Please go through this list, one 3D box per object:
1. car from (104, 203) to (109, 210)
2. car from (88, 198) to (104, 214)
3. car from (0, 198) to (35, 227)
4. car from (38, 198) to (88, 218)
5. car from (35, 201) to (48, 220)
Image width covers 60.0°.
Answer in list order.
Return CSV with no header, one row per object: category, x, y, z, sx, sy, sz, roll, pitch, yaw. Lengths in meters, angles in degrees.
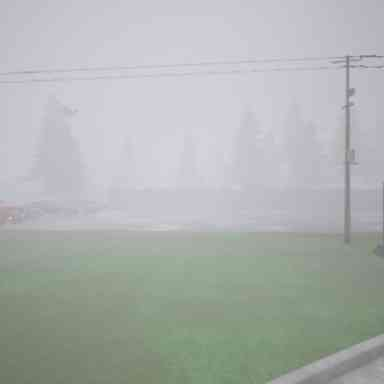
car,-11.282,1.388,35.193,4.892,1.490,1.837,0,0,4
car,-10.989,1.458,31.661,4.181,1.385,1.994,0,0,4
car,-13.477,1.143,21.319,5.566,2.045,2.150,0,0,4
car,-11.869,1.395,28.218,4.902,1.511,2.128,0,0,4
car,-13.688,1.512,24.847,4.718,1.301,1.895,0,0,4
